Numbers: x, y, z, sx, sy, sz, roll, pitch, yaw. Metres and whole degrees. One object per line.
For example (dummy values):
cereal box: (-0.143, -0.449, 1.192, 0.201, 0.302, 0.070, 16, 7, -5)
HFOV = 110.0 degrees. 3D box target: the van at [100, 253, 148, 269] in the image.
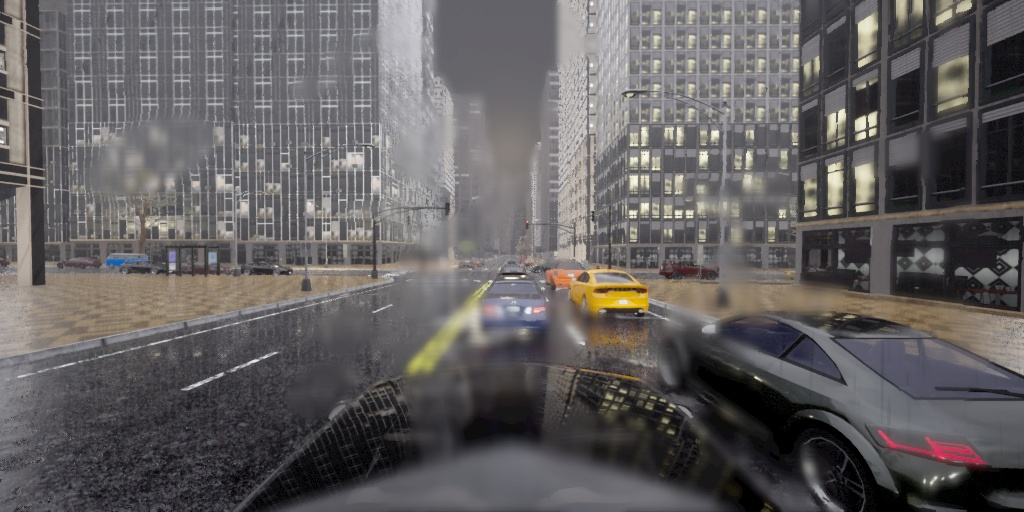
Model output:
van: (-45.361, 0.602, 42.272, 3.998, 1.789, 1.690, 0, 0, 1)

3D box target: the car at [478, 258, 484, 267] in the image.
car: (-6.675, 1.051, 64.304, 2.097, 1.767, 4.553, 0, 0, 0)

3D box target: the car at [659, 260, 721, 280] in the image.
car: (16.137, 1.267, 32.890, 5.009, 1.841, 2.192, 0, 0, 1)

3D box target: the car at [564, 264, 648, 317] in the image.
car: (3.329, 1.222, 13.184, 1.882, 1.535, 5.008, 0, 0, 0)

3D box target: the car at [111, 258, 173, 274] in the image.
car: (-34.154, 1.067, 33.632, 4.313, 1.339, 1.948, 0, 0, 1)

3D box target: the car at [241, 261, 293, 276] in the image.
car: (-22.789, 1.172, 33.346, 4.313, 1.339, 1.948, 0, 0, 1)

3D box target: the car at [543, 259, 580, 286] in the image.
car: (3.313, 1.091, 22.189, 2.097, 1.767, 4.553, 0, 0, 0)

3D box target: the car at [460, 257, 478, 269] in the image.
car: (-6.687, 1.275, 54.303, 1.994, 1.385, 4.181, 0, 0, 0)

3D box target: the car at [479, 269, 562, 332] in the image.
car: (0.084, 1.293, 10.778, 2.033, 1.411, 5.357, 0, 0, 1)

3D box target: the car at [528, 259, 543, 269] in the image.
car: (4.353, 1.105, 38.833, 4.553, 1.767, 2.097, 0, 1, 1)

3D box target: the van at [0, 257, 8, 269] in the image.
van: (-51.199, 0.685, 33.999, 3.998, 1.789, 1.690, 0, 0, 1)

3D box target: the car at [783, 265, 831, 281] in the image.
car: (27.586, 1.577, 32.714, 4.829, 1.417, 1.751, 0, 0, 1)

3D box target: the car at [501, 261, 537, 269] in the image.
car: (0.066, 1.231, 20.530, 2.128, 1.511, 4.902, 0, 0, 0)

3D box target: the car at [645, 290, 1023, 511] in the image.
car: (3.340, 1.313, 4.099, 1.994, 1.385, 4.181, 0, 0, 0)

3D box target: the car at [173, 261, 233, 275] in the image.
car: (-28.473, 1.136, 33.469, 4.207, 1.307, 1.802, 0, 0, 1)
